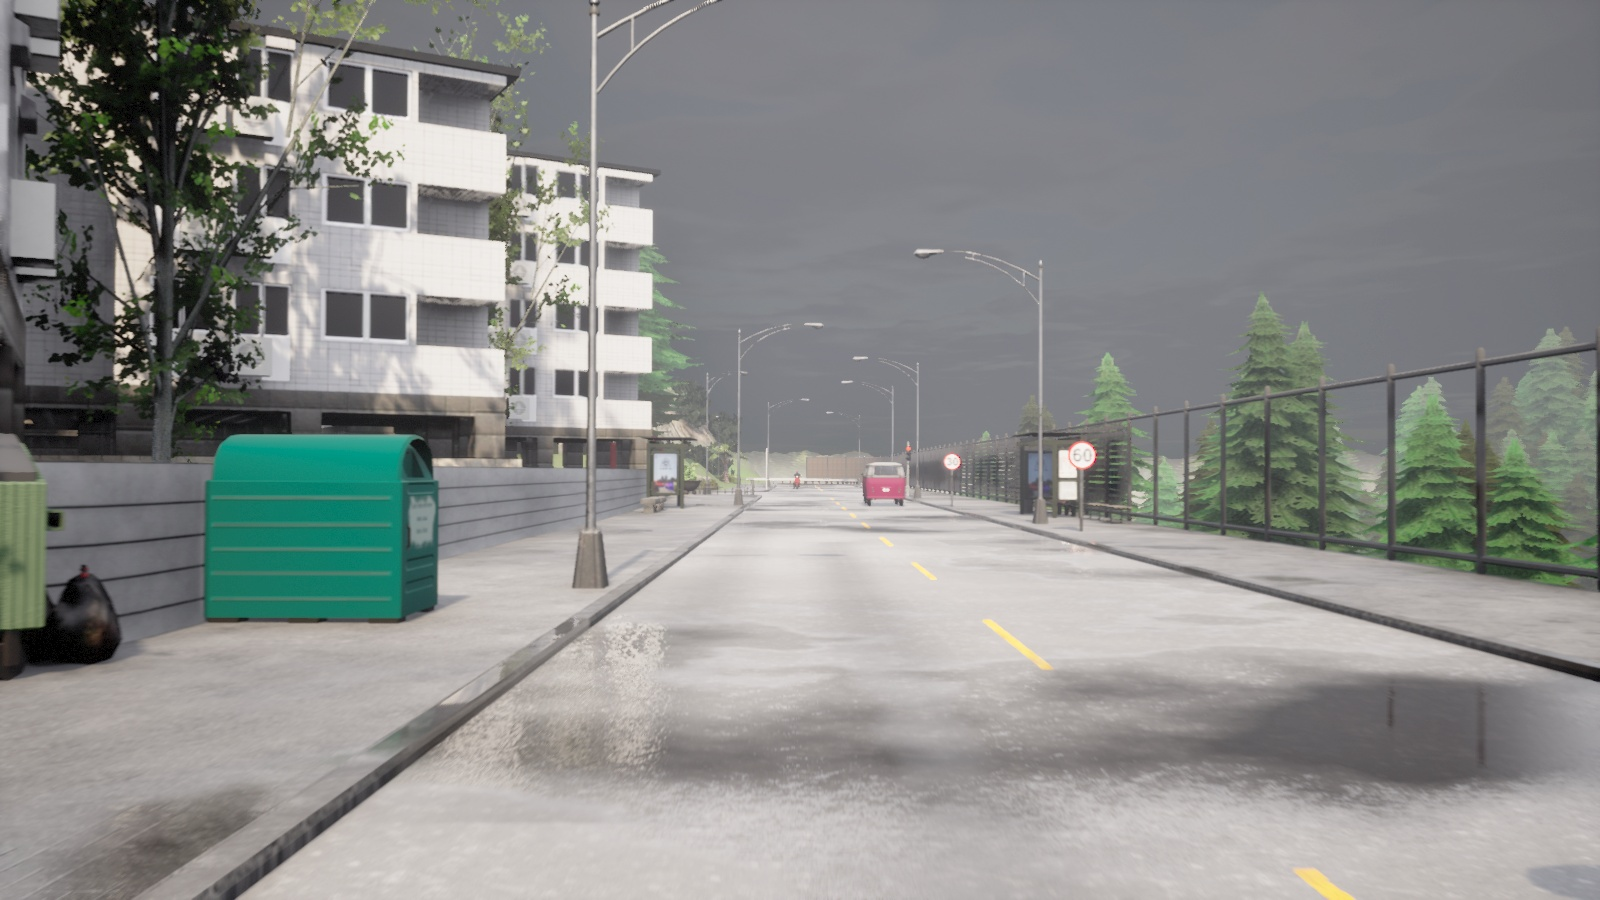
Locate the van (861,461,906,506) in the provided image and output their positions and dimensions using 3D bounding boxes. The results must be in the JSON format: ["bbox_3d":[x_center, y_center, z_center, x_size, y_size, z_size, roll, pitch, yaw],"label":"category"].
[{"bbox_3d":[3.847,1.528,58.285,1.775,1.987,4.442,0,-1,0],"label":"van"}]
